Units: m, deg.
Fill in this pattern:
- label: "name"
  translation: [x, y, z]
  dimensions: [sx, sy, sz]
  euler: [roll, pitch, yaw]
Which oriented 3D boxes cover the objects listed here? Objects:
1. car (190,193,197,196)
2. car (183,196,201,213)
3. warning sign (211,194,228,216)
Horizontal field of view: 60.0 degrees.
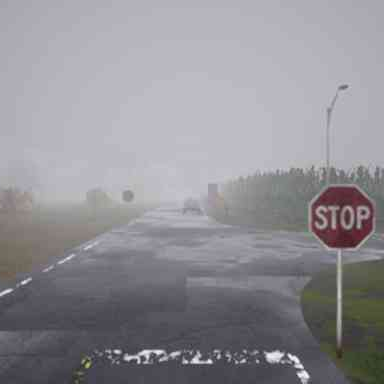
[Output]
- label: "car"
  translation: [-0.196, 1.456, 62.553]
  dimensions: [1.994, 1.385, 4.181]
  euler: [0, 0, 0]
- label: "car"
  translation: [-0.022, 1.504, 36.308]
  dimensions: [2.033, 1.411, 5.357]
  euler: [0, 0, 0]
- label: "warning sign"
  translation: [2.351, 1.083, 28.658]
  dimensions: [1.300, 1.860, 1.060]
  euler: [0, 0, 0]
